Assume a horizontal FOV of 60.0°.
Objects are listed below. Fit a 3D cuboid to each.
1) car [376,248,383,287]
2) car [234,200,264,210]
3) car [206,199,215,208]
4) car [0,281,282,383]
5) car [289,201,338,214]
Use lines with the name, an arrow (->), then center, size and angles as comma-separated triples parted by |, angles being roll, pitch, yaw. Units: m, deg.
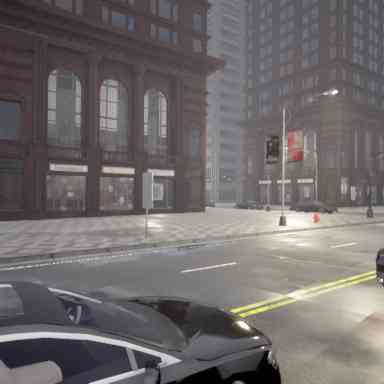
car -> 6.227, 1.515, 7.874 | 4.892, 1.490, 1.837 | 0, 0, -35
car -> 7.720, 1.785, 45.289 | 1.994, 1.385, 4.181 | 1, -1, -35
car -> 1.690, 1.746, 53.780 | 1.882, 1.535, 5.008 | 1, -1, -35
car -> -1.387, 1.492, 2.450 | 4.902, 1.511, 2.128 | 0, 0, -36
car -> 13.478, 1.723, 37.188 | 2.033, 1.411, 5.357 | 1, -1, -35
